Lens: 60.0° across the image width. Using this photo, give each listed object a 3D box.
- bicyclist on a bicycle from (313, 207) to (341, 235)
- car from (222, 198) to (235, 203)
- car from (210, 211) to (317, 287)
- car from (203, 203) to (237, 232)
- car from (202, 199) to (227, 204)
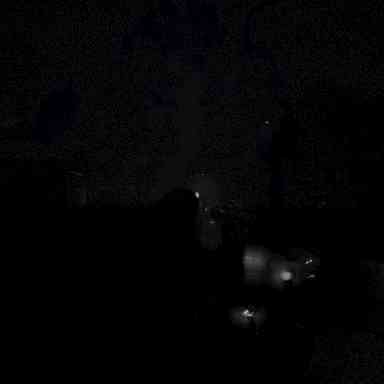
[{"bbox_3d":[7.848,1.679,19.322,1.656,1.620,0.582,1,-1,1],"label":"bicyclist on a bicycle"},{"bbox_3d":[5.354,1.941,48.179,1.994,1.385,4.181,1,-1,2],"label":"car"},{"bbox_3d":[1.911,1.543,9.573,2.128,1.511,4.902,1,0,-3],"label":"car"},{"bbox_3d":[1.891,1.661,20.861,2.033,1.411,5.357,1,0,1],"label":"car"},{"bbox_3d":[2.121,1.722,32.691,1.812,1.442,4.674,1,-1,1],"label":"car"}]
